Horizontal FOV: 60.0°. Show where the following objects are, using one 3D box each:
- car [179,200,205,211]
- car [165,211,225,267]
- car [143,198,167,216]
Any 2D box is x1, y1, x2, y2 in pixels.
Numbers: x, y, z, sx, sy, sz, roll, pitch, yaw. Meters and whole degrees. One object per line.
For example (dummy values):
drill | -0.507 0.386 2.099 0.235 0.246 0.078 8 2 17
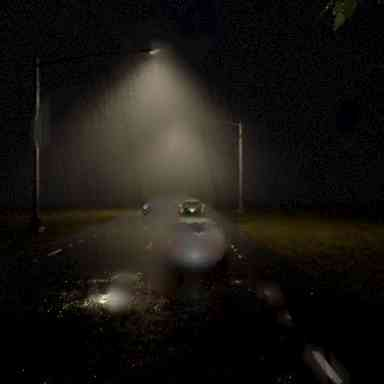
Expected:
car | 0.007 1.445 27.240 2.097 1.767 4.553 0 0 0
car | 0.082 1.599 11.611 1.812 1.442 4.674 0 0 0
car | -3.710 1.446 33.861 2.097 1.767 4.553 0 0 0
